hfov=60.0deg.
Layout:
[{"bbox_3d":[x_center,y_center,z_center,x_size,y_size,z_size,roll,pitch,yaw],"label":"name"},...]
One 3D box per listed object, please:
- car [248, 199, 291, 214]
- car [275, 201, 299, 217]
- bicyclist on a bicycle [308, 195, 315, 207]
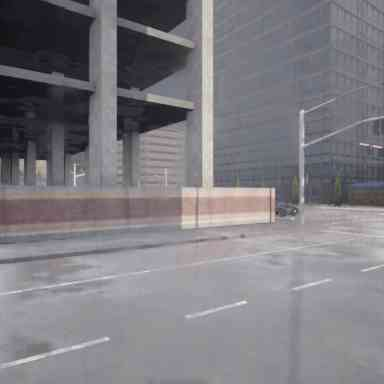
[{"bbox_3d":[8.517,1.526,36.916,1.812,1.442,4.674,0,0,-36],"label":"car"},{"bbox_3d":[8.109,1.564,31.516,1.994,1.385,4.181,0,0,-36],"label":"car"},{"bbox_3d":[16.586,1.301,46.203,1.656,1.620,0.582,0,0,-36],"label":"bicyclist on a bicycle"}]
